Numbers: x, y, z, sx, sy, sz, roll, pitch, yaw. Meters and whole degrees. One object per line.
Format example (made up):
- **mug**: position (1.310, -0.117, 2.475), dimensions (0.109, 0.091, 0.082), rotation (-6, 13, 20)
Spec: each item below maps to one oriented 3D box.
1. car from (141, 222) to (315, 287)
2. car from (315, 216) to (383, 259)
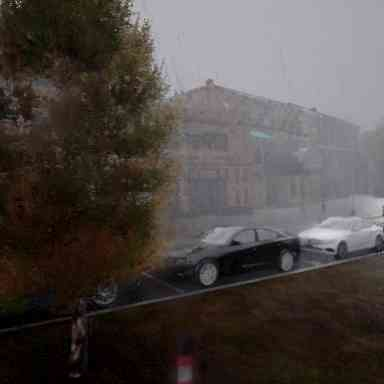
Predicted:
- **car**: position (1.253, 1.724, 10.274), dimensions (5.008, 1.535, 2.097), rotation (1, 0, -34)
- **car**: position (6.301, 1.768, 13.932), dimensions (4.674, 1.452, 2.002), rotation (0, 1, -36)
